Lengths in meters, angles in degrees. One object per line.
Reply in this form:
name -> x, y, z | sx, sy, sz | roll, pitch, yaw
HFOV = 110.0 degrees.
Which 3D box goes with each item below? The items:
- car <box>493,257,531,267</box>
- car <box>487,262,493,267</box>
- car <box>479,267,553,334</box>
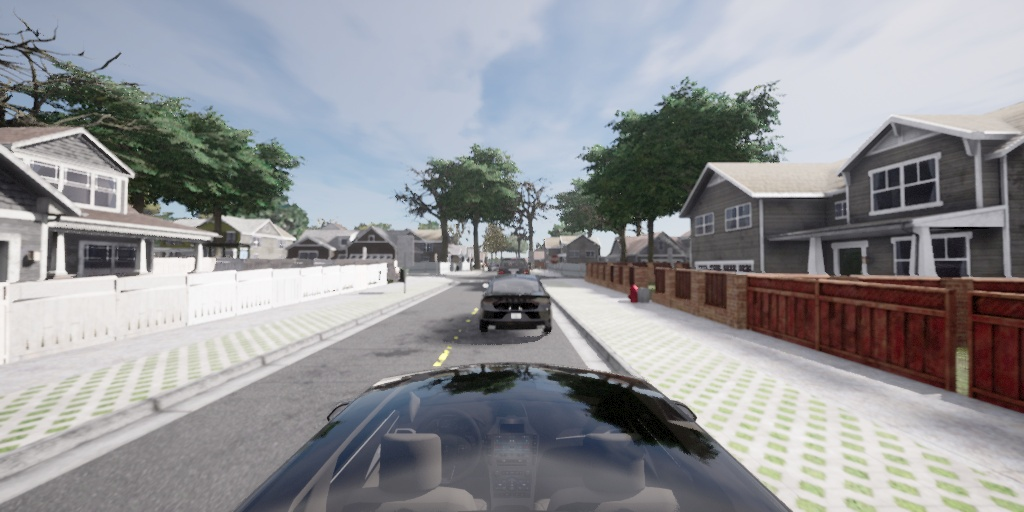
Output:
car -> 0.095, 1.112, 24.354 | 2.150, 2.045, 5.566 | 0, 0, 0
car -> -2.839, 1.748, 56.621 | 2.128, 1.511, 4.902 | 0, -1, 0
car -> 0.099, 1.272, 10.897 | 1.882, 1.535, 5.008 | 0, 0, 0
